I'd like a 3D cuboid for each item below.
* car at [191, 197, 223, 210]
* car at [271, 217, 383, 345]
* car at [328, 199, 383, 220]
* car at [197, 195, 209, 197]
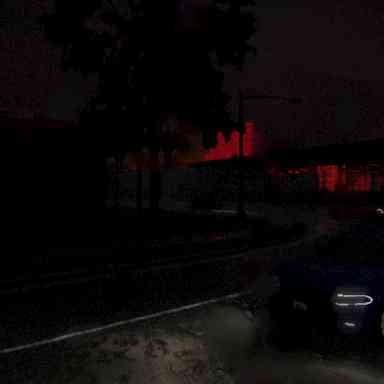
[{"bbox_3d":[1.878,1.601,42.151,1.895,1.301,4.718,0,0,-34],"label":"car"},{"bbox_3d":[3.712,1.477,6.553,5.008,1.535,1.882,0,0,-35],"label":"car"},{"bbox_3d":[12.974,1.351,25.606,2.097,1.767,4.553,0,0,-34],"label":"car"},{"bbox_3d":[1.947,1.352,67.405,2.097,1.767,4.553,0,0,-34],"label":"car"}]
